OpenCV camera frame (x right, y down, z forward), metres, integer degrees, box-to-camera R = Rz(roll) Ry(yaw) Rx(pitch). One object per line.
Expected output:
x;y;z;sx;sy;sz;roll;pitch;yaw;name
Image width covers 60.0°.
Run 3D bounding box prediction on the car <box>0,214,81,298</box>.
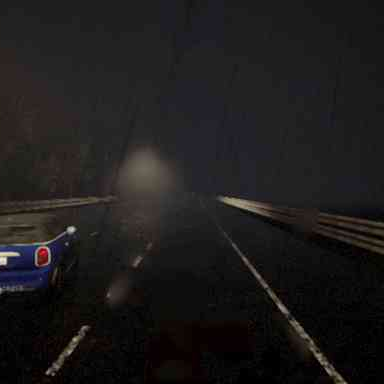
-4.151;1.338;8.468;2.097;1.767;4.553;0;0;-12;car
